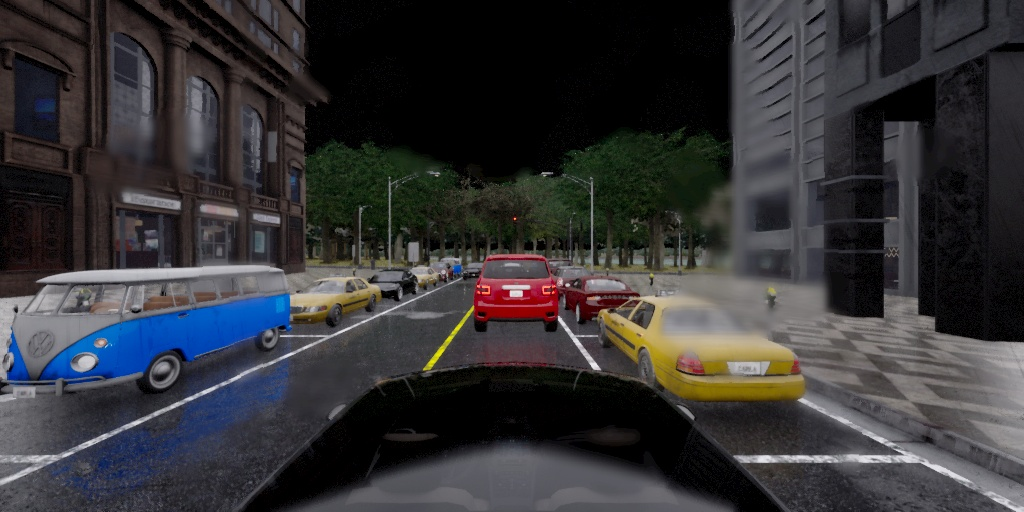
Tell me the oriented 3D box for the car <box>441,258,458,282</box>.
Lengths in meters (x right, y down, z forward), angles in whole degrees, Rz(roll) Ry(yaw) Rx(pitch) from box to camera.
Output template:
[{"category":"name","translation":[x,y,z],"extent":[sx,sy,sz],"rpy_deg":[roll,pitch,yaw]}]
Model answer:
[{"category":"car","translation":[-5.753,1.193,28.086],"extent":[1.967,1.591,4.097],"rpy_deg":[0,0,0]}]

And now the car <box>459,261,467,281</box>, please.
[{"category":"car","translation":[-2.994,1.265,30.386],"extent":[1.837,1.490,4.892],"rpy_deg":[0,0,0]}]

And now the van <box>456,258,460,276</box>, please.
[{"category":"van","translation":[-5.751,1.095,33.524],"extent":[1.690,1.789,3.998],"rpy_deg":[0,0,0]}]

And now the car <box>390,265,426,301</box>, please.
[{"category":"car","translation":[-5.757,1.317,17.211],"extent":[1.948,1.339,4.313],"rpy_deg":[0,0,0]}]

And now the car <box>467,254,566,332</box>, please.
[{"category":"car","translation":[0.106,0.972,11.029],"extent":[2.150,2.045,5.566],"rpy_deg":[0,0,0]}]

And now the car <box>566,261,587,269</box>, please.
[{"category":"car","translation":[2.768,1.190,17.208],"extent":[1.967,1.591,4.097],"rpy_deg":[0,0,0]}]

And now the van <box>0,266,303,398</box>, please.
[{"category":"van","translation":[-5.761,1.091,6.336],"extent":[1.690,1.789,3.998],"rpy_deg":[0,0,0]}]

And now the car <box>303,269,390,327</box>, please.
[{"category":"car","translation":[-5.759,1.276,11.604],"extent":[1.751,1.417,4.829],"rpy_deg":[0,0,0]}]

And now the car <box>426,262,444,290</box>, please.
[{"category":"car","translation":[-5.755,1.277,22.479],"extent":[1.751,1.417,4.829],"rpy_deg":[0,0,0]}]

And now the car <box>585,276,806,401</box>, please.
[{"category":"car","translation":[2.764,1.275,6.503],"extent":[1.751,1.417,4.829],"rpy_deg":[0,0,0]}]

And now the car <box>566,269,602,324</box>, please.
[{"category":"car","translation":[2.766,1.295,11.771],"extent":[1.888,1.381,4.507],"rpy_deg":[0,0,0]}]

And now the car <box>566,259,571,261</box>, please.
[{"category":"car","translation":[2.770,1.066,22.646],"extent":[2.192,1.841,5.009],"rpy_deg":[0,0,0]}]
